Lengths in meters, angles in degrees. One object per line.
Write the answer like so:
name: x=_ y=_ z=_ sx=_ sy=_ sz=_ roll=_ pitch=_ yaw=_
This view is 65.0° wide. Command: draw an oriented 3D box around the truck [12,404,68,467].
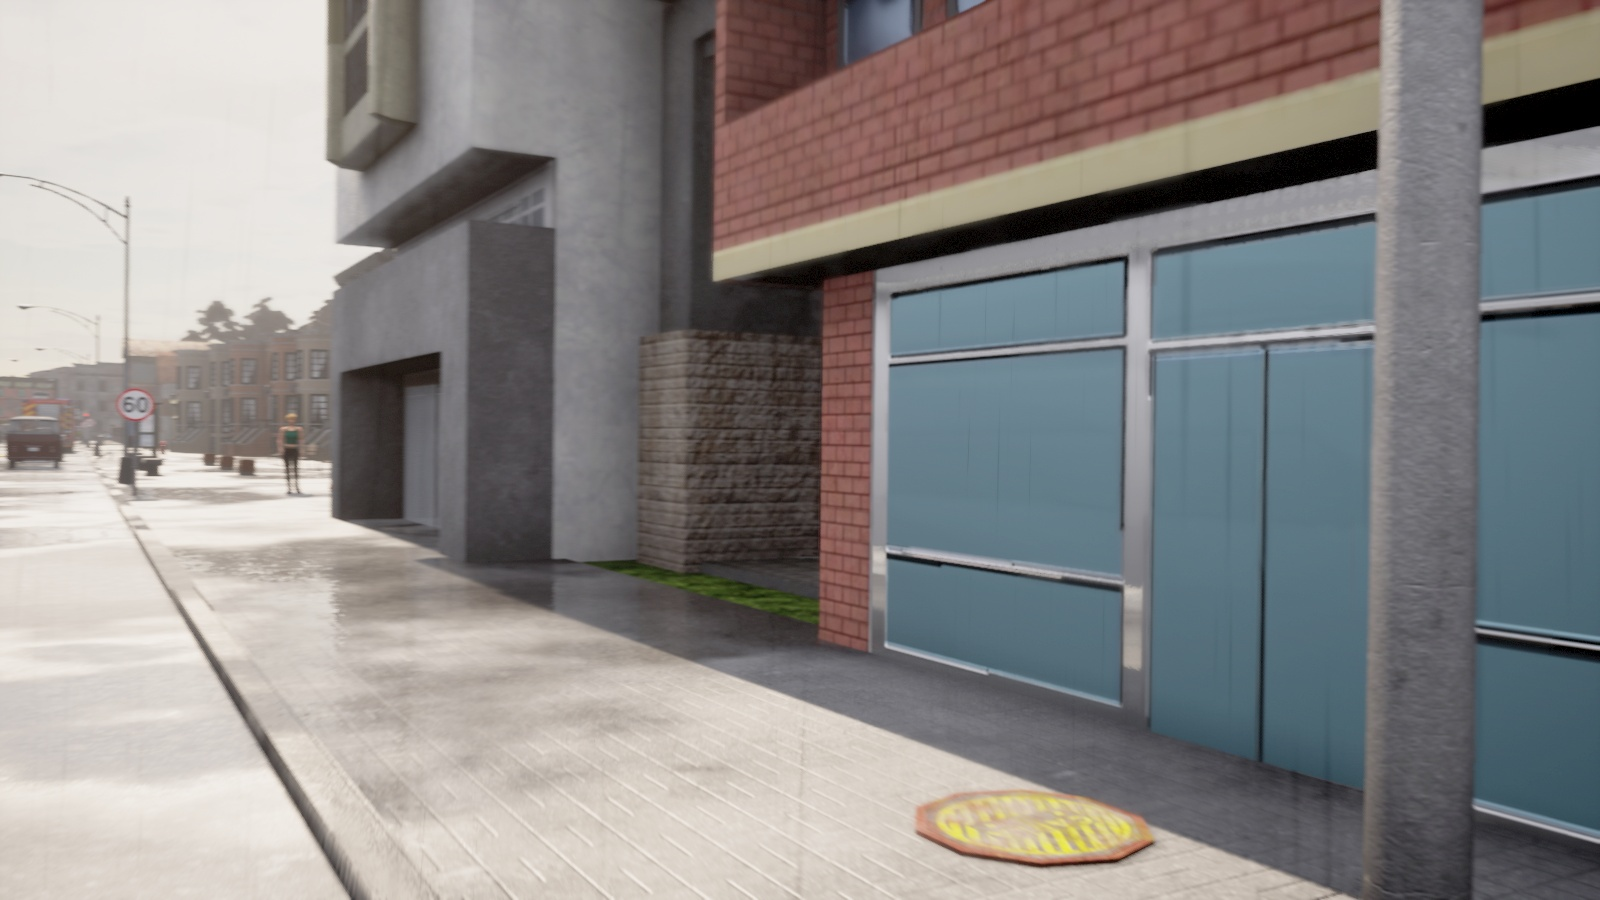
truck: x=-48.675 y=-0.889 z=80.589 sx=2.891 sy=3.827 sz=8.468 roll=-1 pitch=1 yaw=-30

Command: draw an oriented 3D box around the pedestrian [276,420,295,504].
pedestrian: x=-11.368 y=0.254 z=27.760 sx=0.345 sy=1.836 sz=0.594 roll=-1 pitch=1 yaw=-20

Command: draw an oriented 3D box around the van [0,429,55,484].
van: x=-29.558 y=0.217 z=48.046 sx=1.775 sy=1.987 sz=4.442 roll=-1 pitch=1 yaw=-30
